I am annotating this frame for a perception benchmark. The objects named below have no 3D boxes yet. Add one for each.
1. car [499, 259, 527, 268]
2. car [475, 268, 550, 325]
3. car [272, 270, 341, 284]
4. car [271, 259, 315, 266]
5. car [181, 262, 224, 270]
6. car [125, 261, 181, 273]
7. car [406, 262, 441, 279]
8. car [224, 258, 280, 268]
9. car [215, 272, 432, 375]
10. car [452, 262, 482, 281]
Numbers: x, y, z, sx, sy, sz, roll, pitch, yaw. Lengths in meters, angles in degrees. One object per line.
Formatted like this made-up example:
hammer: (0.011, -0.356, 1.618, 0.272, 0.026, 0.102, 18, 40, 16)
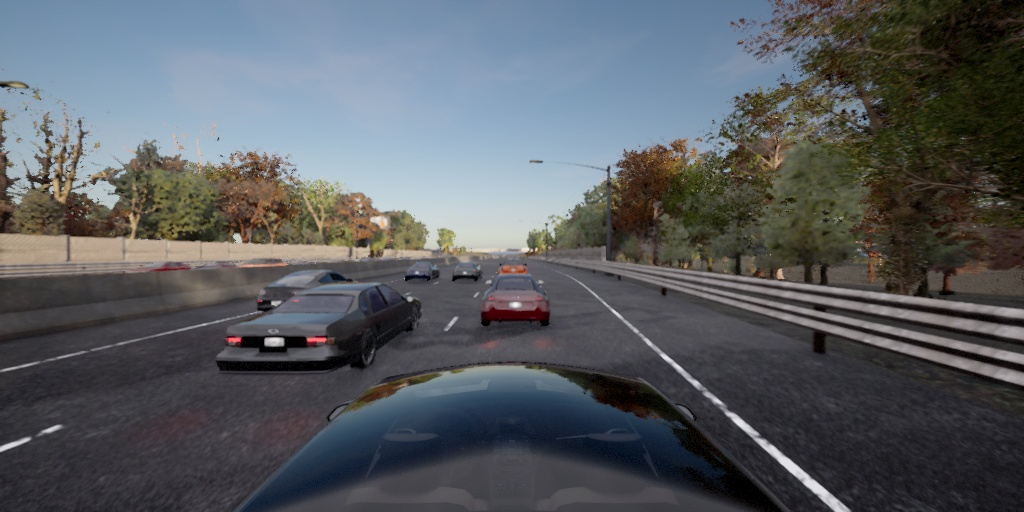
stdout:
car: (0.098, 0.971, 27.226, 2.097, 1.767, 4.553, 0, 0, 0)
car: (0.096, 1.261, 11.557, 1.994, 1.385, 4.181, 0, 0, 0)
car: (-6.902, 1.216, 12.804, 1.812, 1.442, 4.674, 0, 0, 0)
car: (-17.593, 1.169, 30.064, 1.994, 1.385, 4.181, 0, 0, 0)
car: (-24.591, 1.169, 30.022, 1.994, 1.385, 4.181, 0, 0, 0)
car: (-27.917, 1.137, 28.609, 1.812, 1.442, 4.674, 0, 0, -1)
car: (-6.901, 1.178, 28.066, 1.994, 1.385, 4.181, 0, 0, 0)
car: (-21.092, 0.956, 30.119, 2.097, 1.767, 4.553, 0, 0, 0)
car: (-3.404, 1.265, 7.648, 2.033, 1.411, 5.357, 0, 0, 0)
car: (-3.401, 1.179, 27.906, 1.994, 1.385, 4.181, 0, 0, 0)
